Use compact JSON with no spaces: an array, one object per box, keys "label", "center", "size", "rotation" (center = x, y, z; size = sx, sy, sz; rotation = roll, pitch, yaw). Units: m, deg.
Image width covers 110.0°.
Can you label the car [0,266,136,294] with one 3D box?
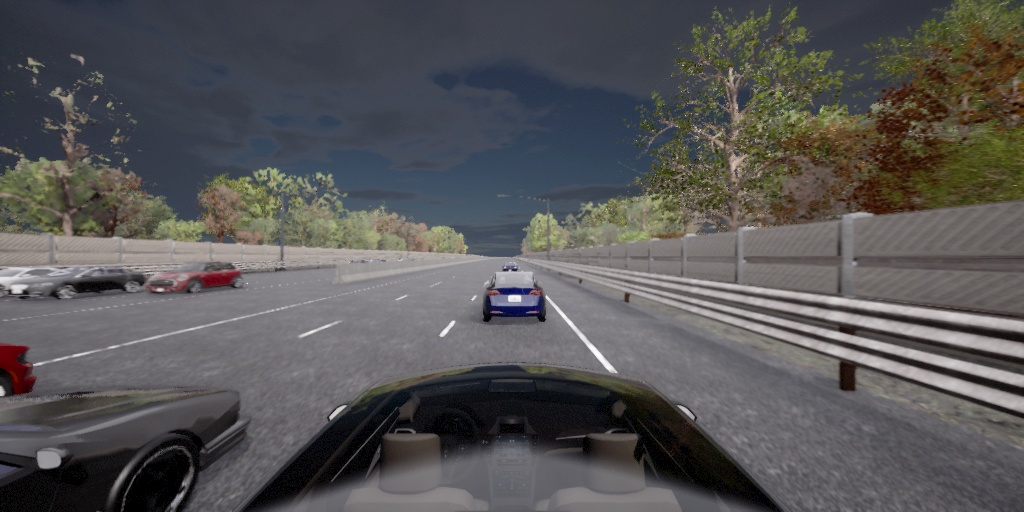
[{"label":"car","center":[-21.146,1.249,17.752],"size":[2.128,1.511,4.902],"rotation":[0,0,-1]}]

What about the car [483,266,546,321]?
[{"label":"car","center":[0.068,1.256,12.553],"size":[2.163,1.488,4.792],"rotation":[0,0,0]}]

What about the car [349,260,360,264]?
[{"label":"car","center":[-24.996,1.330,58.436],"size":[1.994,1.385,4.181],"rotation":[0,0,0]}]

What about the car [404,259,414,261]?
[{"label":"car","center":[-18.026,1.270,62.082],"size":[1.837,1.490,4.892],"rotation":[0,0,0]}]

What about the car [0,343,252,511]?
[{"label":"car","center":[-3.401,1.298,0.910],"size":[2.033,1.411,5.357],"rotation":[0,0,0]}]

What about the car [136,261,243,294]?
[{"label":"car","center":[-17.669,1.109,20.237],"size":[2.097,1.767,4.553],"rotation":[0,0,-1]}]

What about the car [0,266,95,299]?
[{"label":"car","center":[-24.649,1.283,18.083],"size":[1.812,1.442,4.674],"rotation":[0,0,-1]}]

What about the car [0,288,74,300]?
[{"label":"car","center":[-6.905,1.229,2.351],"size":[1.882,1.535,5.008],"rotation":[0,0,0]}]

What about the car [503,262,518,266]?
[{"label":"car","center":[-0.207,1.361,43.432],"size":[1.895,1.301,4.718],"rotation":[0,0,-1]}]

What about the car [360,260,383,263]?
[{"label":"car","center":[-21.485,1.313,56.679],"size":[2.033,1.411,5.357],"rotation":[0,0,0]}]
